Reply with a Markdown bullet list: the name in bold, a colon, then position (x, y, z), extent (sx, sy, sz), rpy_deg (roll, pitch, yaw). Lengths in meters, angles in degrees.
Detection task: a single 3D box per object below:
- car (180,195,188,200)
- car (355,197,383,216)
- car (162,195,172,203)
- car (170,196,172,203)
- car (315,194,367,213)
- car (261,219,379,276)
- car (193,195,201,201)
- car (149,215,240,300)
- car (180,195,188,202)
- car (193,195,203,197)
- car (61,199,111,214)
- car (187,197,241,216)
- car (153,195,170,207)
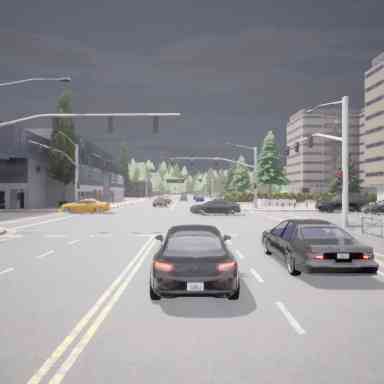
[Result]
- **car**: position (-2.183, 1.467, 88.802), extent (1.994, 1.385, 4.181), rpy_deg (0, 0, -1)
- **car**: position (19.029, 1.526, 32.584), extent (4.674, 1.442, 1.812), rpy_deg (0, 0, -2)
- **car**: position (-5.217, 1.478, 70.600), extent (1.882, 1.535, 5.008), rpy_deg (0, 0, -1)
- **car**: position (-5.018, 1.564, 60.269), extent (1.994, 1.385, 4.181), rpy_deg (0, 0, -2)
- **car**: position (16.290, 1.222, 36.029), extent (5.566, 2.045, 2.150), rpy_deg (0, 0, -2)
- **car**: position (3.534, 1.547, 10.304), extent (2.033, 1.411, 5.357), rpy_deg (0, 0, 0)
- **car**: position (1.316, 1.500, 88.874), extent (1.837, 1.490, 4.892), rpy_deg (0, 0, -1)
- **car**: position (0.037, 1.526, 8.247), extent (1.812, 1.442, 4.674), rpy_deg (0, 0, -1)
- **car**: position (-1.910, 1.533, 78.167), extent (2.033, 1.411, 5.357), rpy_deg (0, 0, -1)
- **car**: position (1.685, 1.478, 74.607), extent (1.882, 1.535, 5.008), rpy_deg (0, 0, -1)
- **car**: position (-11.000, 1.477, 34.601), extent (5.008, 1.535, 1.882), rpy_deg (0, 0, -2)
- **car**: position (2.239, 1.506, 31.915), extent (4.892, 1.490, 1.837), rpy_deg (0, 0, -4)
- **car**: position (-4.780, 1.564, 50.292), extent (1.994, 1.385, 4.181), rpy_deg (0, 0, -2)
